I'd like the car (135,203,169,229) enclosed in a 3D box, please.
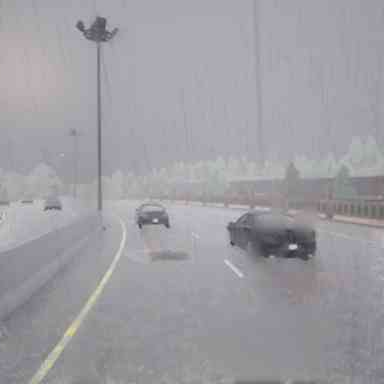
[{"bbox_3d":[-2.593,1.446,21.142,1.812,1.442,4.674,0,0,-13],"label":"car"}]

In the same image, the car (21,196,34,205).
[{"bbox_3d":[-29.097,1.482,58.985,2.033,1.411,5.357,-1,0,-24],"label":"car"}]

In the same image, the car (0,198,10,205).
[{"bbox_3d":[-30.210,1.577,52.898,1.895,1.301,4.718,-1,0,-24],"label":"car"}]

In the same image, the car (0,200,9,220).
[{"bbox_3d":[-13.495,1.480,20.783,2.128,1.511,4.902,0,0,-15],"label":"car"}]

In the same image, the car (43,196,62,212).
[{"bbox_3d":[-16.182,1.485,38.769,2.033,1.411,5.357,-1,0,-24],"label":"car"}]

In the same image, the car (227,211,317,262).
[{"bbox_3d":[2.601,1.413,12.010,1.882,1.535,5.008,0,0,-7],"label":"car"}]
